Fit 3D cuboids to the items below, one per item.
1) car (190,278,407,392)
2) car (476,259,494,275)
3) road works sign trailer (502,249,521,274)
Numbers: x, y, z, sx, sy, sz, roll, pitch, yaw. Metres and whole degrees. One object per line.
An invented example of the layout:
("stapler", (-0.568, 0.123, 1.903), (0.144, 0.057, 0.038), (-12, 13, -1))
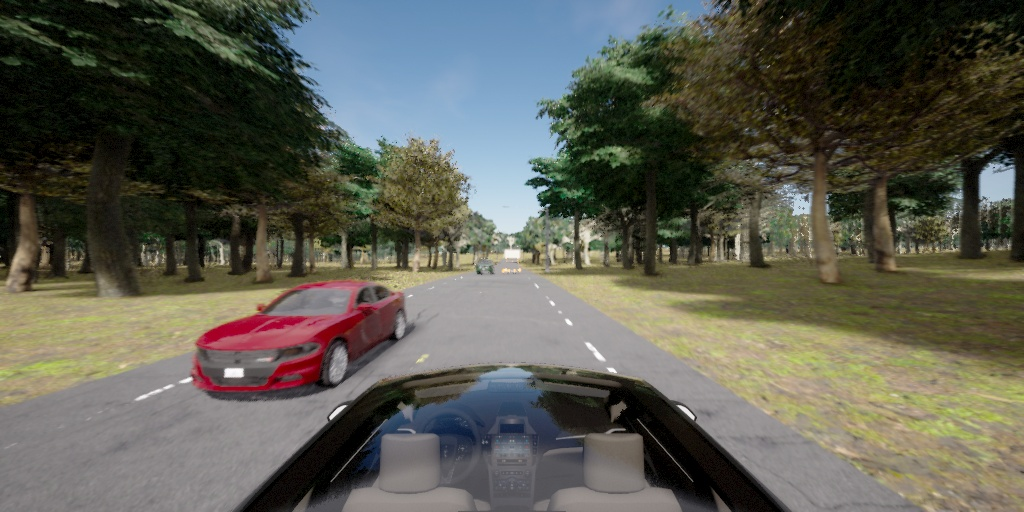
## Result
("car", (-3.597, 1.248, 7.140), (1.882, 1.535, 5.008), (0, 0, 0))
("car", (-3.565, 1.432, 48.192), (2.150, 2.045, 5.566), (0, -1, 1))
("road works sign trailer", (0.055, 0.747, 51.380), (2.380, 3.560, 2.880), (0, 0, -2))
